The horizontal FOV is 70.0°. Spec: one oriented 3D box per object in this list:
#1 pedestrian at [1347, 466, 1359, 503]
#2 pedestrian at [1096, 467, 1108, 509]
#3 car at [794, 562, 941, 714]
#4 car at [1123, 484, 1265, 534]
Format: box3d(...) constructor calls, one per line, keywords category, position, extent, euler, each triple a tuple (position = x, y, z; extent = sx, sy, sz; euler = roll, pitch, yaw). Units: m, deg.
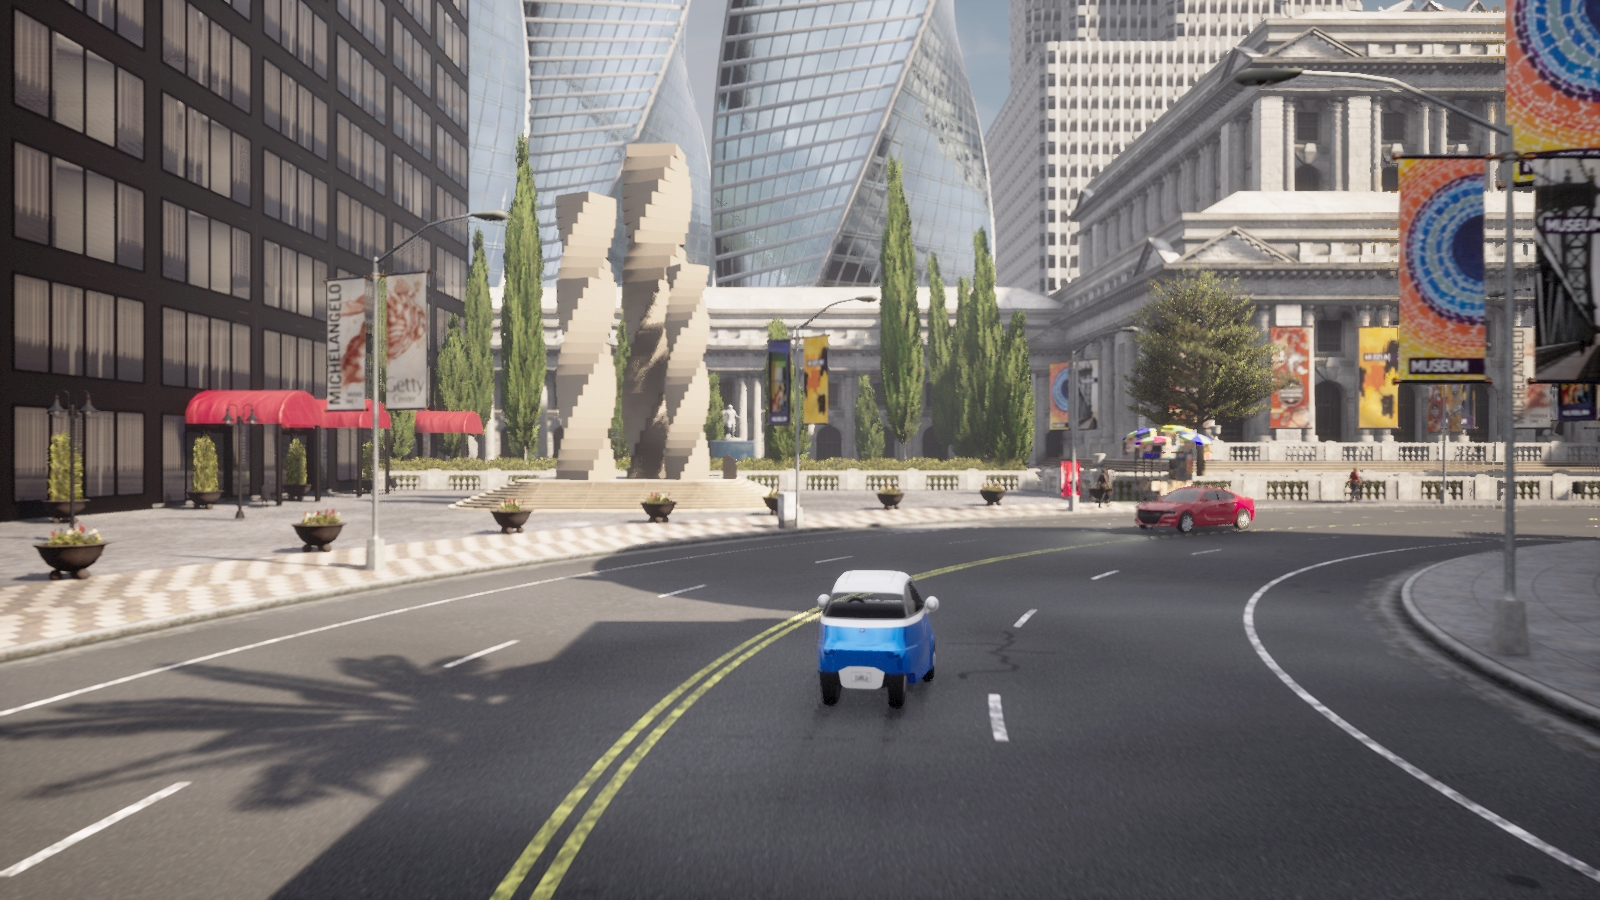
box3d(category="pedestrian", position=(27.429, 1.710, 56.709), extent=(0.375, 1.860, 0.375), euler=(0, 0, -11))
box3d(category="pedestrian", position=(13.580, 1.709, 51.357), extent=(0.375, 1.860, 0.375), euler=(0, 0, -21))
box3d(category="car", position=(0.854, 2.124, 13.399), extent=(1.481, 1.376, 2.207), euler=(0, 0, 10))
box3d(category="car", position=(13.971, 2.044, 40.420), extent=(5.006, 1.535, 2.097), euler=(0, 0, -33))
